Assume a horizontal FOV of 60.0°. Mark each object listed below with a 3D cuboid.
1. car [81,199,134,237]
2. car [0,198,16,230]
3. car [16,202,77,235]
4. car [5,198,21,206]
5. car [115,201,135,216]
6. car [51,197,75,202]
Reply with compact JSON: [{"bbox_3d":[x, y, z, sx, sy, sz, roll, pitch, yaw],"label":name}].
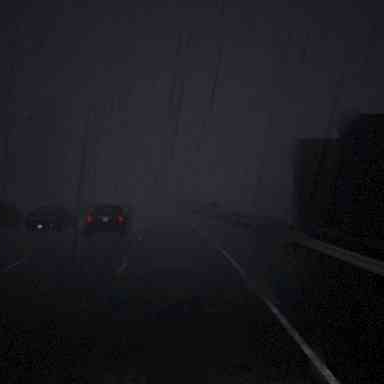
[{"bbox_3d":[-4.625,1.446,18.992,2.097,1.767,4.553,0,0,-6],"label":"car"},{"bbox_3d":[-11.635,1.317,18.925,2.150,2.045,5.566,0,-1,-7],"label":"car"},{"bbox_3d":[-8.221,1.591,19.774,2.128,1.511,4.902,0,0,-7],"label":"car"},{"bbox_3d":[-32.597,1.864,60.780,1.994,1.385,4.181,0,0,-20],"label":"car"},{"bbox_3d":[-7.357,1.744,36.544,1.994,1.385,4.181,0,0,-11],"label":"car"},{"bbox_3d":[-14.582,1.664,36.978,1.882,1.535,5.008,0,0,-12],"label":"car"}]
